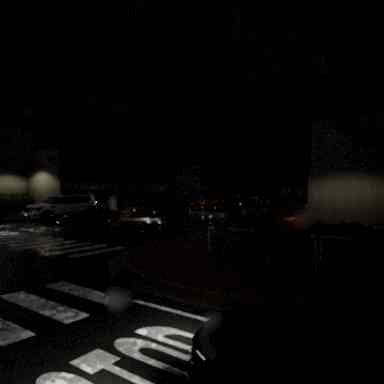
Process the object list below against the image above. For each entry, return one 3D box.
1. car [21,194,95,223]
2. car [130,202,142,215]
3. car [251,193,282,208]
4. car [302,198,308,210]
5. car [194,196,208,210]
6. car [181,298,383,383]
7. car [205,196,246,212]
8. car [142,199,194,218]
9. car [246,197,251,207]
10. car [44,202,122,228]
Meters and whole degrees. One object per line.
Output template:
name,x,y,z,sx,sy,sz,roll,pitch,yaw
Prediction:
car,-9.785,1.205,25.088,2.150,2.045,5.566,0,0,36
car,-3.990,1.475,33.151,2.128,1.511,4.902,0,0,36
car,11.238,1.209,48.298,2.150,2.045,5.566,0,0,37
car,15.176,1.495,41.548,1.837,1.490,4.892,0,0,36
car,1.750,1.335,41.163,2.097,1.767,4.553,0,0,36
car,2.081,1.526,2.507,4.674,1.442,1.812,0,0,36
car,3.932,1.490,38.199,1.837,1.490,4.892,0,0,36
car,-2.047,1.550,29.857,1.994,1.385,4.181,0,0,35
car,8.087,1.485,49.943,1.837,1.490,4.892,0,1,36
car,-7.165,1.587,22.703,1.895,1.301,4.718,0,0,36
